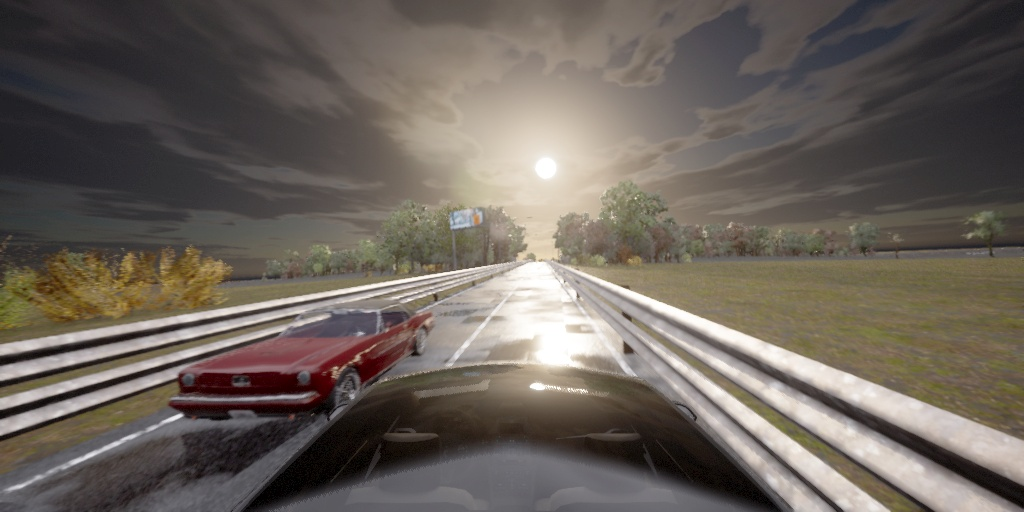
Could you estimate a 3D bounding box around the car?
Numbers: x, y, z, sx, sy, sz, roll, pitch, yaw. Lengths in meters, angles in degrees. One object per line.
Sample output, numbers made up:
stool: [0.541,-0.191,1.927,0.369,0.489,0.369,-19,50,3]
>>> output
car: [-2.926,1.518,6.314,1.895,1.301,4.718,-3,0,5]
